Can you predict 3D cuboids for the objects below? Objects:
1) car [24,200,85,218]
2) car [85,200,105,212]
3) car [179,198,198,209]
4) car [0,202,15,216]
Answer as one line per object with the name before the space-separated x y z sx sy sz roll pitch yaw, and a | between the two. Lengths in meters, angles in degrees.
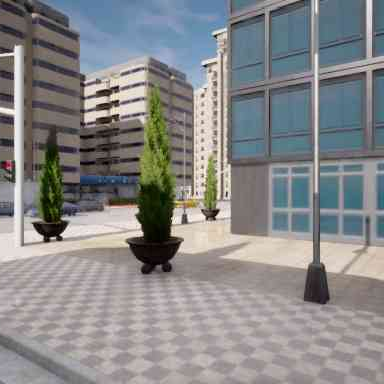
car | -12.562 1.582 30.264 1.812 1.442 4.674 0 1 35
car | -11.882 1.619 37.315 1.994 1.385 4.181 0 0 35
car | -1.066 1.533 46.518 1.882 1.535 5.008 0 0 35
car | -17.215 1.603 29.784 2.033 1.411 5.357 0 0 35
